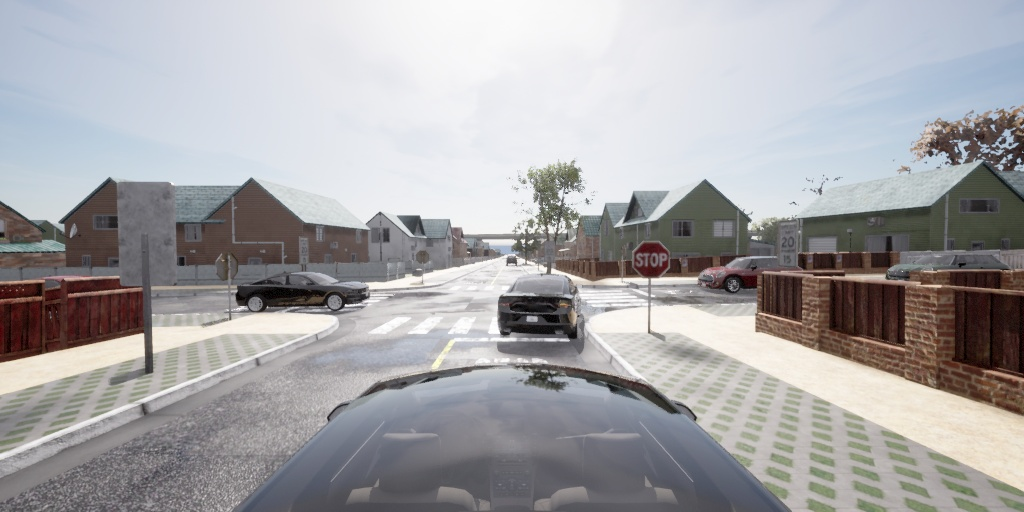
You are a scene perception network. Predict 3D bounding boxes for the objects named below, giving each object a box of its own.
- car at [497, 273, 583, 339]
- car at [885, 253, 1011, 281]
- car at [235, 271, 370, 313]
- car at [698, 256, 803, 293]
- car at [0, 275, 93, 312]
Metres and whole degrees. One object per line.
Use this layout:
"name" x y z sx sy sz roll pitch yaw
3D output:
"car" 0.951 1.224 10.241 1.882 1.535 5.008 0 0 12
"car" 21.688 0.646 17.938 4.553 1.767 2.097 -1 2 0
"car" -8.479 1.376 14.760 5.008 1.535 1.882 -1 2 0
"car" 11.794 0.820 17.859 4.553 1.767 2.097 -1 2 0
"car" -18.032 1.546 14.689 5.008 1.535 1.882 -1 2 0
